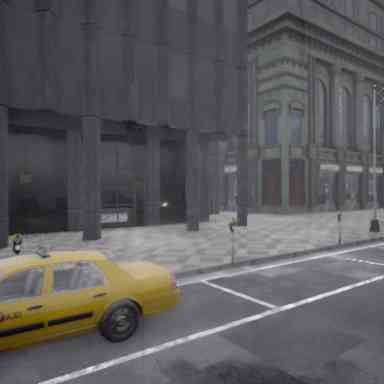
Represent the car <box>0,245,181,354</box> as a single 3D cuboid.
[{"bbox_3d":[-2.472,1.522,4.886,4.829,1.417,1.752,0,0,-35],"label":"car"}]
